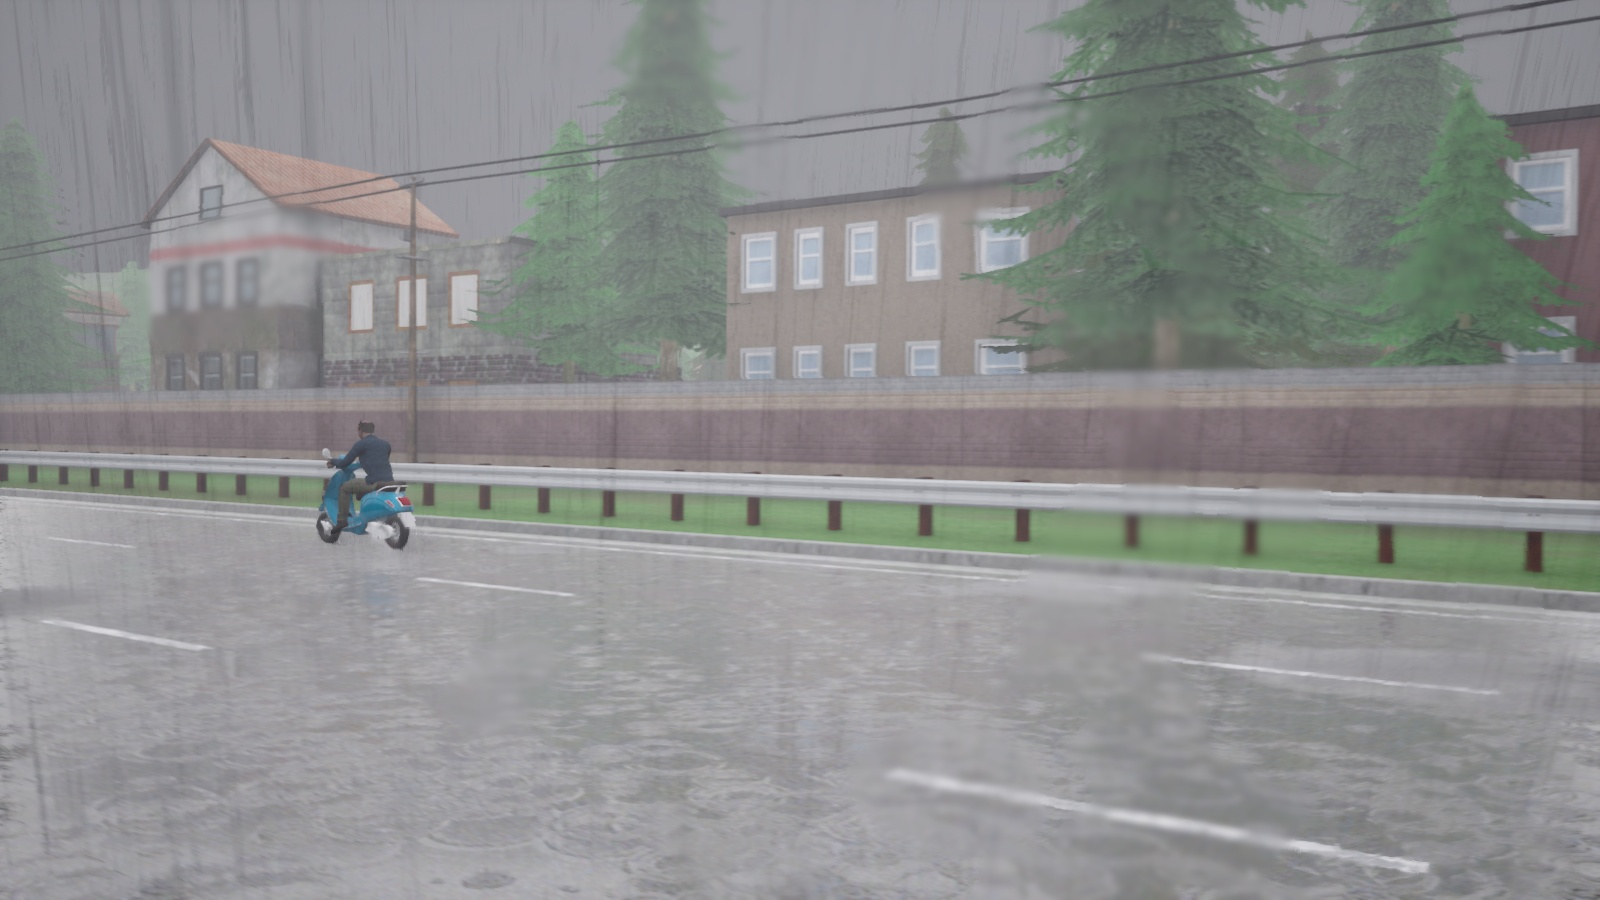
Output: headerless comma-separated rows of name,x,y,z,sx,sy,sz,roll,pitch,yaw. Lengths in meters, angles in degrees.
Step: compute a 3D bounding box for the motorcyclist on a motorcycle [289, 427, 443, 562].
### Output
motorcyclist on a motorcycle,-5.409,0.520,15.619,1.817,1.590,0.866,0,1,34
